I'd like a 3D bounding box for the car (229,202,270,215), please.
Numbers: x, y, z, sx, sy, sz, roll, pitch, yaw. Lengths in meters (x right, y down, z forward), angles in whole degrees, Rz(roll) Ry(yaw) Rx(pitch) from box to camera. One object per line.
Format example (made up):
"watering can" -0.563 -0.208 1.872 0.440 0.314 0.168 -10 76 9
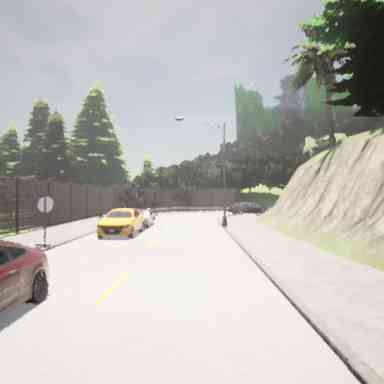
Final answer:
"car" 6.665 1.936 38.669 4.902 1.511 2.128 0 -1 -16

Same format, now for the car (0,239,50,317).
"car" -4.066 1.590 5.669 1.812 1.442 4.674 0 -1 0

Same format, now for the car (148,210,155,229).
"car" -3.846 1.943 24.161 1.895 1.301 4.718 0 -1 0

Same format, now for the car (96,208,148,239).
"car" -3.967 1.694 19.037 1.882 1.535 5.008 0 -1 1
